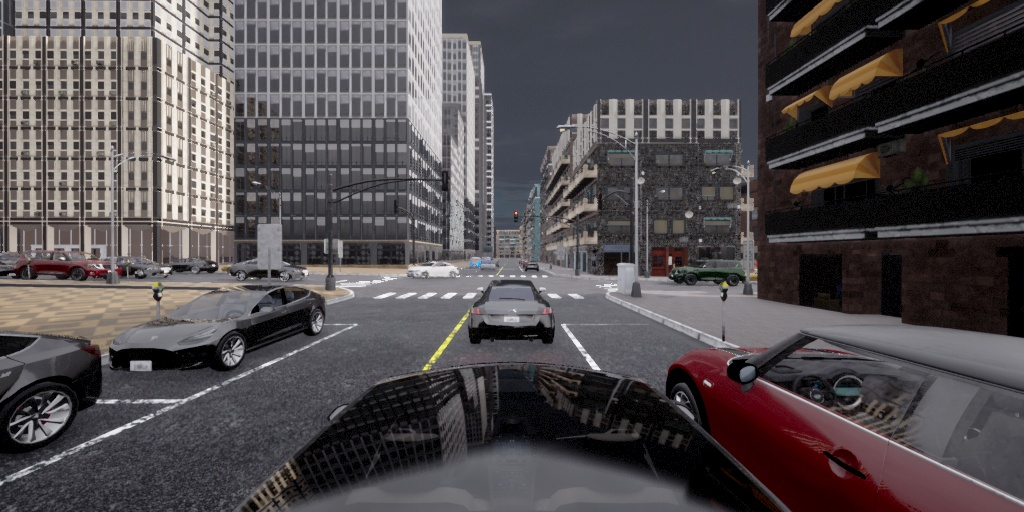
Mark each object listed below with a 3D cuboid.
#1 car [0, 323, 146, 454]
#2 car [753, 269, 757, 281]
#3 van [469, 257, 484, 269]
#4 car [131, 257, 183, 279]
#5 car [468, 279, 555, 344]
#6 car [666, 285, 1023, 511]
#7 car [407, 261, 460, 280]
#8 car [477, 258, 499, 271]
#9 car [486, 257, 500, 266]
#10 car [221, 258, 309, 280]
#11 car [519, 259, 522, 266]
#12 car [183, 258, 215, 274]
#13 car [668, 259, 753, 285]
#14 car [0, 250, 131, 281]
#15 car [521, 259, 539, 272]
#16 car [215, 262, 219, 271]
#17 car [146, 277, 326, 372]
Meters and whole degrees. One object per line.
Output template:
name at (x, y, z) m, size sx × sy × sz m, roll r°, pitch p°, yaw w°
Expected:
car at (-5.688, 1.316, 2.437) m, size 1.948 × 1.339 × 4.313 m, roll 0°, pitch 0°, yaw 0°
car at (21.291, 1.698, 31.256) m, size 4.829 × 1.417 × 1.751 m, roll 0°, pitch 0°, yaw -1°
van at (-5.833, 1.097, 57.295) m, size 1.690 × 1.789 × 3.998 m, roll 0°, pitch 0°, yaw 0°
car at (-26.360, 0.780, 24.802) m, size 4.902 × 1.511 × 2.128 m, roll 1°, pitch 0°, yaw -1°
car at (-0.015, 1.314, 9.616) m, size 1.994 × 1.385 × 4.181 m, roll 0°, pitch 0°, yaw 0°
car at (2.693, 1.190, 2.460) m, size 1.967 × 1.591 × 4.097 m, roll 0°, pitch 0°, yaw 0°
car at (-6.573, 1.183, 30.413) m, size 1.812 × 1.442 × 4.674 m, roll 2°, pitch 0°, yaw 43°
car at (-3.219, 1.355, 48.801) m, size 1.895 × 1.301 × 4.718 m, roll 0°, pitch 0°, yaw 0°
car at (-3.219, 1.264, 64.328) m, size 1.837 × 1.490 × 4.892 m, roll 0°, pitch 0°, yaw 0°
car at (-16.787, 0.959, 24.939) m, size 4.902 × 1.511 × 2.128 m, roll 1°, pitch 0°, yaw -1°
car at (2.548, 1.301, 57.318) m, size 1.888 × 1.381 × 4.507 m, roll 0°, pitch 0°, yaw 0°
car at (-27.561, 0.816, 30.575) m, size 4.313 × 1.339 × 1.948 m, roll 0°, pitch 0°, yaw -1°
car at (15.514, 1.290, 28.581) m, size 5.566 × 2.045 × 2.150 m, roll 1°, pitch 0°, yaw -1°
car at (-27.436, 0.591, 22.195) m, size 5.009 × 1.841 × 2.192 m, roll 0°, pitch 0°, yaw -1°
car at (2.575, 1.319, 47.351) m, size 1.948 × 1.339 × 4.313 m, roll 0°, pitch 0°, yaw 0°
car at (-22.117, 0.880, 30.739) m, size 4.829 × 1.417 × 1.751 m, roll 0°, pitch 0°, yaw -1°
car at (-5.702, 1.315, 7.684) m, size 1.948 × 1.339 × 4.313 m, roll 0°, pitch 0°, yaw 0°
